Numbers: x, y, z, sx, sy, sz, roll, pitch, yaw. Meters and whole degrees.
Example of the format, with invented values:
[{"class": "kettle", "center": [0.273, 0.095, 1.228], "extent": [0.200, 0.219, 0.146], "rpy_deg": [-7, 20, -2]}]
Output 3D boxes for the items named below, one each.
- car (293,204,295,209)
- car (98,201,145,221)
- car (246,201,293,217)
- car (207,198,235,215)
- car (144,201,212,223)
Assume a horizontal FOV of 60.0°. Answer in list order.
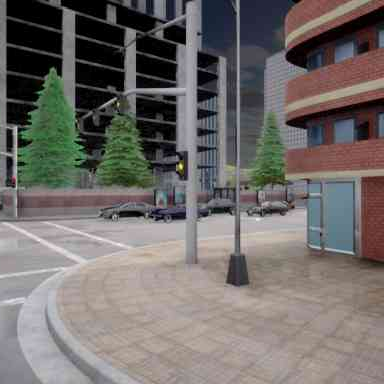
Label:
[{"class": "car", "center": [9.582, 1.655, 38.117], "extent": [4.718, 1.301, 1.895], "rpy_deg": [0, 0, -35]}, {"class": "car", "center": [-5.295, 1.545, 27.576], "extent": [4.902, 1.511, 2.128], "rpy_deg": [0, 0, -35]}, {"class": "car", "center": [7.345, 1.580, 32.236], "extent": [4.674, 1.442, 1.812], "rpy_deg": [0, 0, -35]}, {"class": "car", "center": [2.187, 1.406, 32.876], "extent": [4.553, 1.767, 2.097], "rpy_deg": [0, 0, -35]}, {"class": "car", "center": [-1.032, 1.655, 26.307], "extent": [4.718, 1.301, 1.895], "rpy_deg": [0, 0, -35]}]
